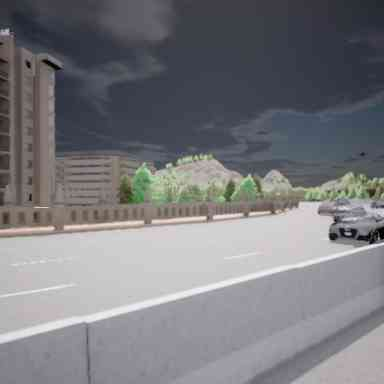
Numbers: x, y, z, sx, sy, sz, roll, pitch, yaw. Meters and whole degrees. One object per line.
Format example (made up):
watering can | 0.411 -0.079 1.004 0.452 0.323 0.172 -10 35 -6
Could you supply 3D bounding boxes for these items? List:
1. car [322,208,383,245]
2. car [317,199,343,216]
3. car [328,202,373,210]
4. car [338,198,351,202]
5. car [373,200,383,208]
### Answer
car | 8.341 1.688 16.344 1.994 1.385 4.181 0 -1 43
car | 15.196 1.842 36.851 1.812 1.442 4.674 0 -1 30
car | 13.068 1.768 27.226 2.033 1.411 5.357 0 -1 36
car | 29.365 1.902 64.475 2.097 1.767 4.553 0 -1 12
car | 30.003 2.012 52.956 1.994 1.385 4.181 0 -1 18
